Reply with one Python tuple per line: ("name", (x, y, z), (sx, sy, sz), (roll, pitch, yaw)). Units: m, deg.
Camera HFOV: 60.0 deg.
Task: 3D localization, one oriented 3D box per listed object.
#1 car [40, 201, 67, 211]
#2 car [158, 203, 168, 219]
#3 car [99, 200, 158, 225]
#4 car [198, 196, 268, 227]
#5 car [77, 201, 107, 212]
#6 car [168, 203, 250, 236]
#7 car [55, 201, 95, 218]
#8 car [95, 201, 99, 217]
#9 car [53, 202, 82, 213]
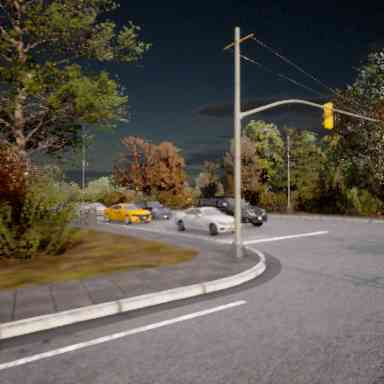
("car", (-23.532, 2.379, 56.609), (4.892, 1.490, 1.837), (-1, -1, 34))
("car", (-3.742, 1.558, 29.870), (2.097, 1.767, 4.553), (0, -1, -42))
("car", (-5.129, 1.659, 26.219), (1.882, 1.535, 5.008), (0, -1, -42))
("car", (2.499, 1.283, 22.607), (2.150, 2.045, 5.566), (0, -1, -37))
("car", (-15.201, 2.164, 50.510), (4.892, 1.490, 1.837), (-2, -1, 38))
("car", (0.822, 1.575, 19.011), (1.812, 1.442, 4.674), (0, 0, -38))
("car", (-12.110, 1.898, 33.593), (4.892, 1.490, 1.837), (-2, -1, 44))
("car", (-10.766, 1.944, 37.137), (4.674, 1.442, 1.812), (-2, -1, 44))
("car", (-18.134, 2.213, 48.346), (4.674, 1.442, 1.812), (-2, -1, 38))
